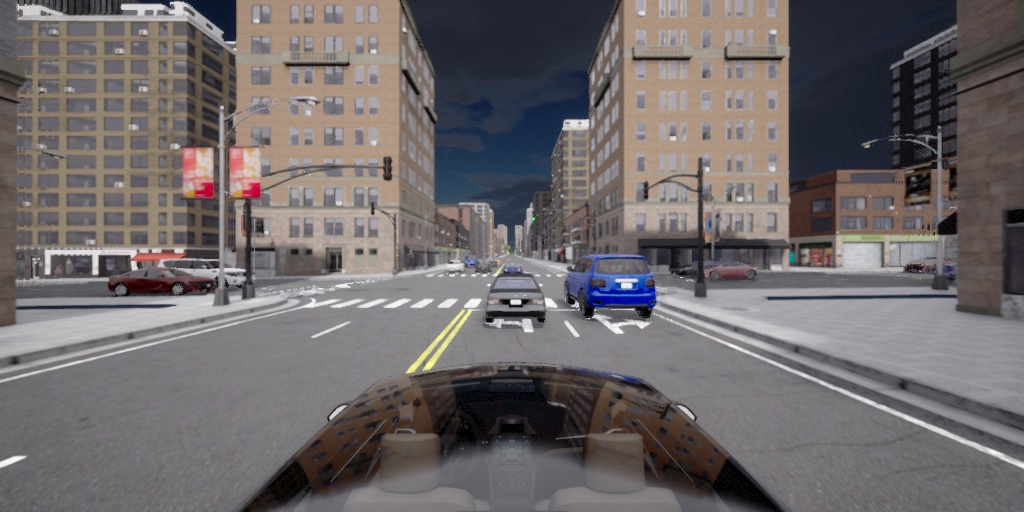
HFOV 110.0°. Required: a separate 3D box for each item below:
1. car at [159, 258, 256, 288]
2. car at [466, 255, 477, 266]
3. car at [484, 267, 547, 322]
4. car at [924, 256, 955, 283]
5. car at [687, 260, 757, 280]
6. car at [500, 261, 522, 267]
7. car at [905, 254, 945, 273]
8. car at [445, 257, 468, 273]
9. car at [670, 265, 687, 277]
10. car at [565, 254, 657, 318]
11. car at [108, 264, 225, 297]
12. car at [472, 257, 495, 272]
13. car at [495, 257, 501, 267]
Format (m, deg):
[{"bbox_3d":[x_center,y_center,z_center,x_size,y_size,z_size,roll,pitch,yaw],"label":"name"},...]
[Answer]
[{"bbox_3d":[-20.122,1.172,23.549,5.566,2.045,2.150,0,0,-2],"label":"car"},{"bbox_3d":[-6.601,0.880,57.933,2.150,2.045,5.566,0,0,0],"label":"car"},{"bbox_3d":[0.099,1.285,12.172,2.033,1.411,5.357,0,0,0],"label":"car"},{"bbox_3d":[26.809,0.871,20.235,4.674,1.442,1.812,-1,0,0],"label":"car"},{"bbox_3d":[15.917,1.063,26.945,4.181,1.385,1.994,-1,0,0],"label":"car"},{"bbox_3d":[0.053,1.303,35.393,1.895,1.301,4.718,0,0,0],"label":"car"},{"bbox_3d":[36.065,0.593,30.142,4.553,1.767,2.097,-1,0,0],"label":"car"},{"bbox_3d":[-6.645,1.215,42.109,1.812,1.442,4.674,0,0,0],"label":"car"},{"bbox_3d":[16.301,1.047,30.195,5.357,1.411,2.033,-1,0,0],"label":"car"},{"bbox_3d":[3.345,0.957,13.137,2.150,2.045,5.566,0,0,0],"label":"car"},{"bbox_3d":[-19.705,1.424,20.319,5.008,1.535,1.882,0,0,0],"label":"car"},{"bbox_3d":[-3.387,1.188,43.433,1.837,1.490,4.892,0,1,0],"label":"car"},{"bbox_3d":[-3.346,1.221,57.937,1.994,1.385,4.181,0,0,1],"label":"car"}]
